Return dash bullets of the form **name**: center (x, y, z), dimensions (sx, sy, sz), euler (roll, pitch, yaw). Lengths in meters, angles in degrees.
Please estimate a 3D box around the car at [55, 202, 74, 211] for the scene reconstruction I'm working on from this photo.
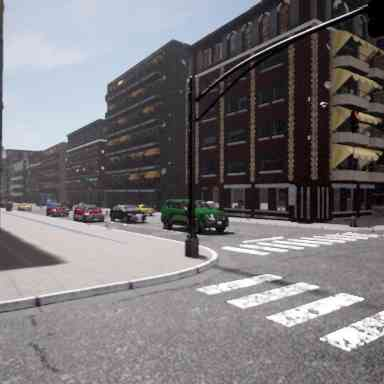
- **car**: center (-22.481, 2.491, 58.587), dimensions (1.882, 1.535, 5.008), euler (0, -1, -36)

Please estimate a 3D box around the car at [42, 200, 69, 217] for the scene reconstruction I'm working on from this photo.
- **car**: center (-16.167, 2.109, 39.952), dimensions (1.967, 1.590, 4.097), euler (-1, -1, -36)

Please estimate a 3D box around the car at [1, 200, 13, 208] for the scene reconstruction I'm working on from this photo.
- **car**: center (-42.556, 2.733, 76.574), dimensions (2.192, 1.841, 5.009), euler (-1, -1, -36)

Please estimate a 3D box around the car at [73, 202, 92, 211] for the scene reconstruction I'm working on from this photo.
- **car**: center (-19.414, 2.524, 58.682), dimensions (1.752, 1.417, 4.829), euler (-1, 0, -36)

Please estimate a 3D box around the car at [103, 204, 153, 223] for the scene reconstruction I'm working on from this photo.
- **car**: center (-5.860, 1.944, 30.047), dimensions (2.128, 1.511, 4.902), euler (0, -1, -36)

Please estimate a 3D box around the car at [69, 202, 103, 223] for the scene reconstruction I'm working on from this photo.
- **car**: center (-9.571, 1.924, 30.797), dimensions (1.967, 1.590, 4.097), euler (-1, -1, -36)

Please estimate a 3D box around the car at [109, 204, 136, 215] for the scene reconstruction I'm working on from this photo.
- **car**: center (-9.419, 2.282, 44.811), dimensions (1.947, 1.339, 4.313), euler (-1, 0, -36)

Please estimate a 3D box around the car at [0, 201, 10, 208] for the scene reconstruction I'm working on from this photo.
- **car**: center (-45.750, 3.035, 81.012), dimensions (1.752, 1.417, 4.829), euler (-1, -1, -36)

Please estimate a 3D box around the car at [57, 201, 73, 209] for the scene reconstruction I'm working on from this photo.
- **car**: center (-25.912, 2.623, 67.700), dimensions (1.967, 1.590, 4.097), euler (-1, 0, -36)

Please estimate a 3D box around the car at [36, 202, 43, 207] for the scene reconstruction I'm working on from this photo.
- **car**: center (-39.103, 3.125, 86.009), dimensions (1.947, 1.339, 4.313), euler (-1, 0, -36)

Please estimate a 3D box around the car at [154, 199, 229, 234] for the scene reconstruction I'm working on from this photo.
- **car**: center (0.007, 1.510, 21.902), dimensions (2.150, 2.045, 5.566), euler (0, -1, -36)

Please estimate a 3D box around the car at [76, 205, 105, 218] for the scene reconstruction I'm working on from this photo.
- **car**: center (-11.709, 2.181, 38.186), dimensions (1.994, 1.385, 4.181), euler (0, -1, -36)

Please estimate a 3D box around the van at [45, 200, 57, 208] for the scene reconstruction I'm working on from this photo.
- **van**: center (-32.512, 2.712, 76.856), dimensions (1.690, 1.788, 3.998), euler (-1, 0, -36)

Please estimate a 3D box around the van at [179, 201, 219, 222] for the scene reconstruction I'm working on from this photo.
- **van**: center (0.609, 1.780, 31.179), dimensions (1.690, 1.788, 3.998), euler (-1, 0, -36)

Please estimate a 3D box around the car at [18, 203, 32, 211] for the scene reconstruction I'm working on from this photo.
- **car**: center (-29.259, 2.565, 58.124), dimensions (1.752, 1.417, 4.829), euler (-1, -1, -36)
